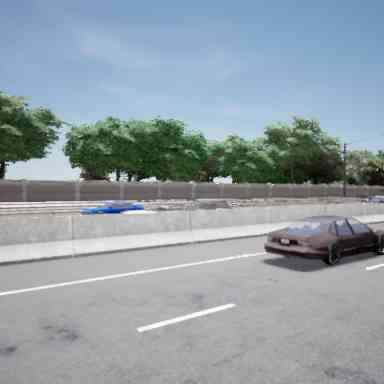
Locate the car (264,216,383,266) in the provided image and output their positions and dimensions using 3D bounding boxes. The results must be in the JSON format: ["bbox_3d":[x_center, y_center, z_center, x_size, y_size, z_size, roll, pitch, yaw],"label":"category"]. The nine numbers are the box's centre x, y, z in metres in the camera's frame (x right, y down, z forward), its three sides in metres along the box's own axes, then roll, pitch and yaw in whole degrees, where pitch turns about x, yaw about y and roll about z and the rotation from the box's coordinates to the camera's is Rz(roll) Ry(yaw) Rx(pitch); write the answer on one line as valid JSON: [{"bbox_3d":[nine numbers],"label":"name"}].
[{"bbox_3d":[4.870,1.532,11.516,5.357,1.411,2.033,0,0,-35],"label":"car"}]

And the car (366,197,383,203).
[{"bbox_3d":[27.678,1.463,49.495,4.674,1.442,1.812,0,0,-35],"label":"car"}]

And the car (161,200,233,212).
[{"bbox_3d":[0.654,1.333,21.659,4.553,1.767,2.097,0,0,-35],"label":"car"}]

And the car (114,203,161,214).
[{"bbox_3d":[-2.708,1.584,23.561,4.718,1.301,1.895,0,0,-36],"label":"car"}]

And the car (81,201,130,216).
[{"bbox_3d":[-5.929,1.463,25.562,5.008,1.535,1.882,0,0,-36],"label":"car"}]
